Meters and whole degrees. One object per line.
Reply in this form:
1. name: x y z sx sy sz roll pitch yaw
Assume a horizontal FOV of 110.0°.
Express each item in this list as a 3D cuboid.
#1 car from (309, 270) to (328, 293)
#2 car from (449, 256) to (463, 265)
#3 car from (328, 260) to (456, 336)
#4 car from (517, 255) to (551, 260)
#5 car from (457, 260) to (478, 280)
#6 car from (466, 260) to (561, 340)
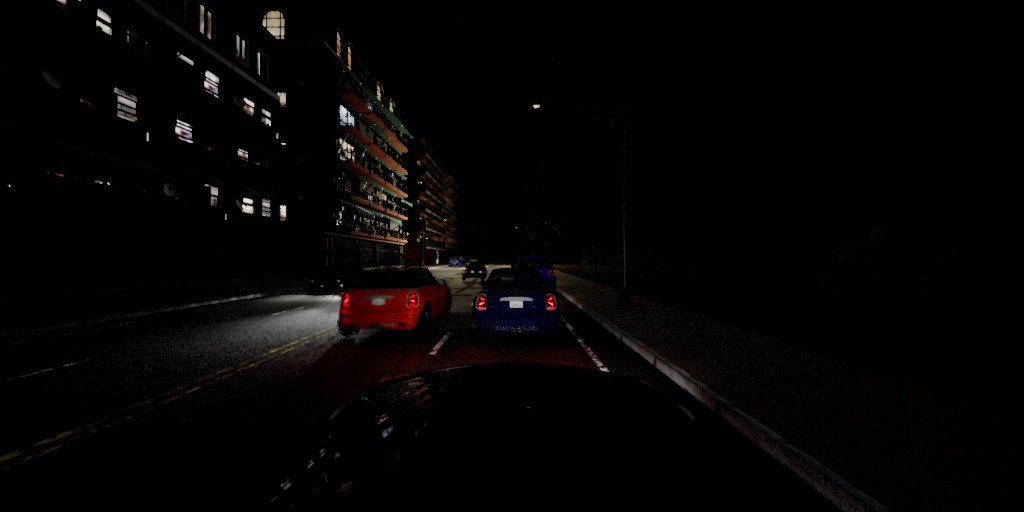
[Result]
1. car: -9.854 1.277 20.906 1.812 1.442 4.674 0 0 0
2. car: -9.815 0.968 63.699 2.150 2.045 5.566 0 0 0
3. car: -3.154 1.104 10.596 2.097 1.767 4.553 0 0 0
4. car: 1.132 0.977 19.725 2.150 2.045 5.566 0 0 0
5. car: -3.153 1.299 30.968 2.033 1.411 5.357 0 0 0
6. car: 0.095 1.103 10.150 2.097 1.767 4.553 0 0 0
